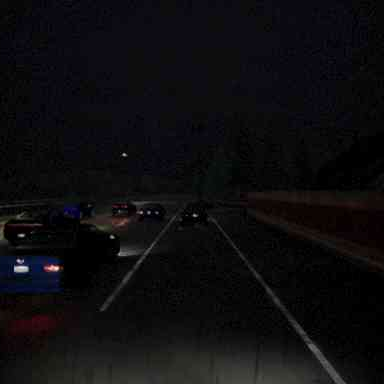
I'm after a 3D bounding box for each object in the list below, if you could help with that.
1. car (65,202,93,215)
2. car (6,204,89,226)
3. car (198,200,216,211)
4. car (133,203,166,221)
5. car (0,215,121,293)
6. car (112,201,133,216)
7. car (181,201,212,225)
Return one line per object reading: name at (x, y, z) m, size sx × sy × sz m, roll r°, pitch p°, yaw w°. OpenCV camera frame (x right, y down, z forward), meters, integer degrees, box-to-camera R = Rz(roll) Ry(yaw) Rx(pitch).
car at (-10.298, 1.595, 29.610) m, size 1.882 × 1.535 × 5.008 m, roll 0°, pitch 0°, yaw 0°
car at (-6.847, 1.554, 15.756) m, size 2.128 × 1.511 × 4.902 m, roll 0°, pitch 0°, yaw 0°
car at (1.433, 1.730, 41.815) m, size 1.994 × 1.385 × 4.181 m, roll 0°, pitch 0°, yaw 26°
car at (-3.304, 1.659, 28.154) m, size 2.033 × 1.411 × 5.357 m, roll 0°, pitch 0°, yaw 0°
car at (-3.372, 1.584, 9.100) m, size 2.033 × 1.411 × 5.357 m, roll 0°, pitch 0°, yaw 0°
car at (-6.783, 1.625, 33.715) m, size 2.128 × 1.511 × 4.902 m, roll 0°, pitch 0°, yaw 0°
car at (0.186, 1.647, 24.841) m, size 2.033 × 1.411 × 5.357 m, roll 0°, pitch 0°, yaw 0°
